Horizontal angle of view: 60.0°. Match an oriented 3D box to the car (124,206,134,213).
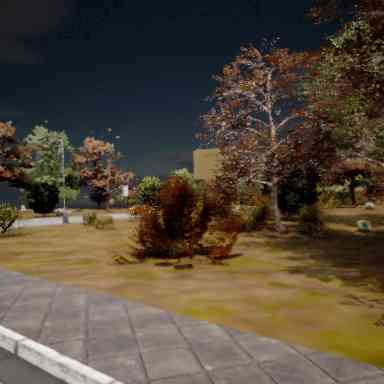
[{"bbox_3d":[-8.467,2.719,52.255,1.882,1.535,5.008,-4,-2,32],"label":"car"}]
